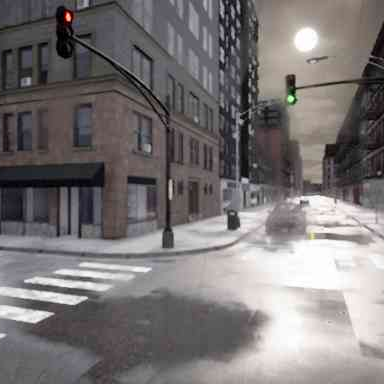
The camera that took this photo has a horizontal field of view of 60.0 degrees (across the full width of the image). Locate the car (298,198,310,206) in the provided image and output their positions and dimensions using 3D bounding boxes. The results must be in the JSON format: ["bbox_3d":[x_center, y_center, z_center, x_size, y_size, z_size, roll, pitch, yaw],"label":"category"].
[{"bbox_3d":[20.350,1.847,60.193,1.895,1.301,4.718,0,0,20],"label":"car"}]

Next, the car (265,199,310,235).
[{"bbox_3d":[5.568,1.445,19.398,2.097,1.767,4.553,0,-1,20],"label":"car"}]
